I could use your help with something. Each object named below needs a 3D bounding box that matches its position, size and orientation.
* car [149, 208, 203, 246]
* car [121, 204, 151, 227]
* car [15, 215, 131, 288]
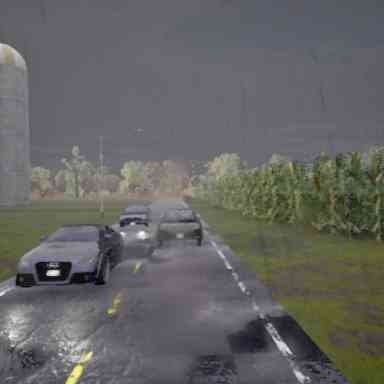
[{"bbox_3d":[-0.548,1.469,15.119,2.128,1.511,4.902,-1,0,-2],"label":"car"},{"bbox_3d":[-3.720,1.560,22.964,2.033,1.411,5.357,-1,0,-2],"label":"car"},{"bbox_3d":[-3.134,1.602,9.357,1.994,1.385,4.181,-1,0,-2],"label":"car"}]
